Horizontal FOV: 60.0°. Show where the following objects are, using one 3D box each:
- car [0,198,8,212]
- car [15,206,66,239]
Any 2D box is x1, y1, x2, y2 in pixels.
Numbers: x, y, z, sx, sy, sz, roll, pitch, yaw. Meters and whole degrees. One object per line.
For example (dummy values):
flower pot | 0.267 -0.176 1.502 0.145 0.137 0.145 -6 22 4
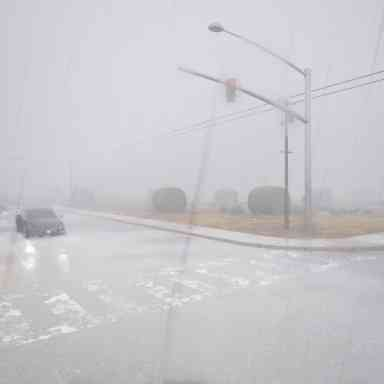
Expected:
car | -22.592 1.462 38.554 1.812 1.442 4.674 0 0 -35
car | -8.142 1.571 17.698 1.837 1.490 4.892 0 2 -35
